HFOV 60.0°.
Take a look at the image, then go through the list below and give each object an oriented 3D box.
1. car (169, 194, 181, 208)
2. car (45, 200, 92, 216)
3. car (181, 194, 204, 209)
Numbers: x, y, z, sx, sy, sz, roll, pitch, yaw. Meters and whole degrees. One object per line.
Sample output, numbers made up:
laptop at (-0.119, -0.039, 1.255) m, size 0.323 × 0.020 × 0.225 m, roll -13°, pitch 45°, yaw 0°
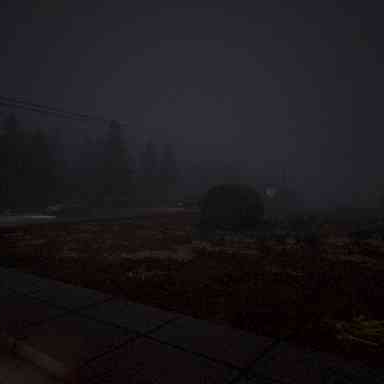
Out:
car at (-1.015, 1.277, 49.060) m, size 2.150 × 2.045 × 5.566 m, roll 0°, pitch 0°, yaw 37°
car at (-12.417, 1.579, 33.718) m, size 1.812 × 1.442 × 4.674 m, roll 0°, pitch 0°, yaw 36°
car at (1.386, 1.271, 46.180) m, size 2.150 × 2.045 × 5.566 m, roll 0°, pitch 0°, yaw 38°
